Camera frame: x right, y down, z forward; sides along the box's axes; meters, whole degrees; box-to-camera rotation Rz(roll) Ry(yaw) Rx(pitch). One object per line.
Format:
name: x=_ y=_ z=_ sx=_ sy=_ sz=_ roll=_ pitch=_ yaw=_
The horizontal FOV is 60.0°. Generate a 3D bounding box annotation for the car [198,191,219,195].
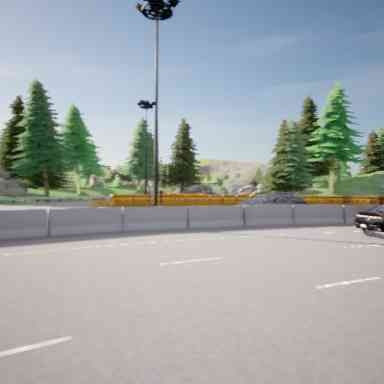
car: x=2.089 y=0.530 z=56.844 sx=2.128 sy=1.511 sz=4.902 roll=1 pitch=1 yaw=35

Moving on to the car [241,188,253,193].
car: x=11.810 y=0.414 z=69.344 sx=1.882 sy=1.535 sz=5.008 roll=2 pitch=1 yaw=41

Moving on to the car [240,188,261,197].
car: x=13.476 y=0.062 z=76.260 sx=2.150 sy=2.045 sz=5.566 roll=2 pitch=1 yaw=43

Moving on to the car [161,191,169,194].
car: x=-5.622 y=0.514 z=51.782 sx=1.882 sy=1.535 sz=5.008 roll=1 pitch=1 yaw=35

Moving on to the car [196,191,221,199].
car: x=3.251 y=0.469 z=64.383 sx=2.033 sy=1.411 sz=5.357 roll=1 pitch=1 yaw=36

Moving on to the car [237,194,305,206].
car: x=5.742 y=1.121 z=25.288 sx=4.892 sy=1.490 sz=1.837 roll=1 pitch=0 yaw=-16

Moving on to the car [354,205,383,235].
car: x=10.013 y=1.323 z=15.457 sx=4.902 sy=1.511 sz=2.128 roll=1 pitch=1 yaw=-14

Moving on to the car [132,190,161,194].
car: x=-6.911 y=0.707 z=43.636 sx=2.033 sy=1.411 sz=5.357 roll=1 pitch=1 yaw=33

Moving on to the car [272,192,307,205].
car: x=9.013 y=1.015 z=33.379 sx=4.892 sy=1.490 sz=1.837 roll=0 pitch=1 yaw=-10

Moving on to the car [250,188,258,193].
car: x=9.319 y=0.802 z=36.973 sx=4.553 sy=1.767 sz=2.097 roll=0 pitch=1 yaw=-9
